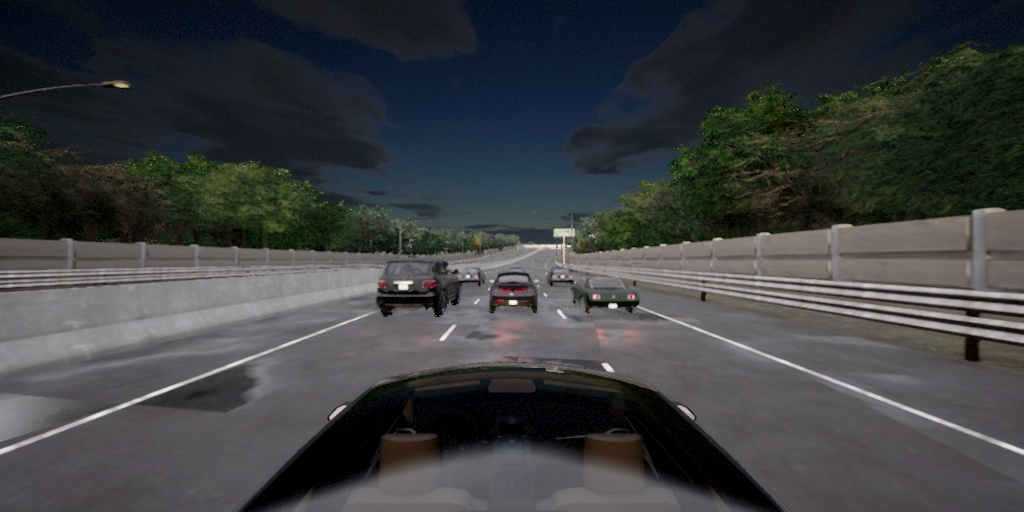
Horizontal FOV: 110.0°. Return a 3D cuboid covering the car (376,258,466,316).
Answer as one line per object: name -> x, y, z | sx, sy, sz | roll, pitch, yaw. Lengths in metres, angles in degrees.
car -> -3.434, 1.104, 14.165 | 2.150, 2.045, 5.566 | 0, 0, 1

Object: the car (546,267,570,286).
car -> 3.807, 1.622, 28.870 | 2.033, 1.411, 5.357 | 0, -1, 2

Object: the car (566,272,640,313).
car -> 3.581, 1.489, 14.755 | 1.895, 1.301, 4.718 | 0, -1, 1

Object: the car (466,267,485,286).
car -> -3.191, 1.621, 29.017 | 2.033, 1.411, 5.357 | 0, -1, 2

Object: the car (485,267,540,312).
car -> 0.090, 1.398, 15.052 | 1.837, 1.490, 4.892 | 0, 0, 1
